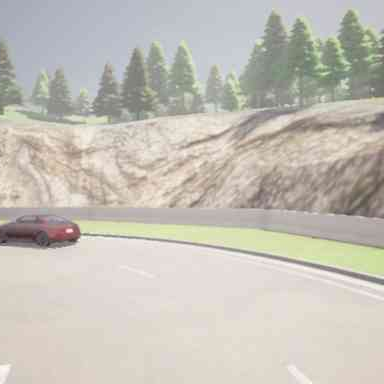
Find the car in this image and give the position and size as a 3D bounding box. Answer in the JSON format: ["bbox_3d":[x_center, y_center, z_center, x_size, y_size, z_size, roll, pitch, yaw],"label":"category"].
[{"bbox_3d":[-7.281,1.702,15.538,4.181,1.385,1.994,-1,-1,23],"label":"car"}]
